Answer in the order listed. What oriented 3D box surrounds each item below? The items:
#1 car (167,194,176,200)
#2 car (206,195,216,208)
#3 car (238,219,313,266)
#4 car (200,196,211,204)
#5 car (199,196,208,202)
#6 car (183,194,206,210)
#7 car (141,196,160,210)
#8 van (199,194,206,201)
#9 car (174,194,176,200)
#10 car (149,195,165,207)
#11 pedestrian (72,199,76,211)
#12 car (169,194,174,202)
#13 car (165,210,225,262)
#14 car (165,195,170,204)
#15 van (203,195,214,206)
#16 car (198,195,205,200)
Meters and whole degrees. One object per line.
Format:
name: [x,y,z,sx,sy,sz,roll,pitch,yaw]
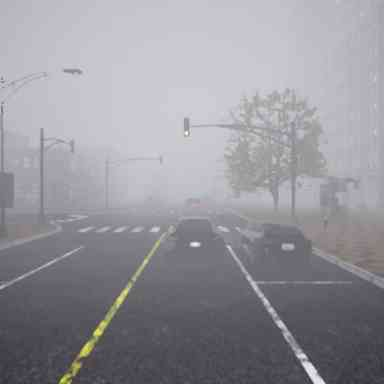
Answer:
car: [-5.683,1.399,93.826,2.192,1.841,5.009,0,0,0]
car: [2.695,1.568,49.590,1.752,1.417,4.829,0,0,0]
car: [2.695,1.576,11.391,1.947,1.339,4.313,0,0,0]
car: [2.695,1.609,66.073,2.008,1.369,4.403,0,0,0]
car: [2.696,1.634,77.175,1.947,1.339,4.313,0,0,0]
car: [0.100,1.382,34.961,2.097,1.767,4.553,0,0,0]
car: [-5.685,1.620,43.867,1.802,1.307,4.206,0,0,0]
van: [2.698,1.419,88.278,1.690,1.788,3.998,0,0,0]
car: [-5.684,1.630,88.275,2.008,1.369,4.403,0,0,0]
car: [-5.684,1.358,49.418,2.192,1.841,5.009,0,0,0]
pedestrian: [-12.748,1.348,35.870,0.375,1.300,0.375,0,-1,-1]
car: [-5.684,1.594,77.003,1.752,1.417,4.829,0,0,0]
car: [0.100,1.574,12.177,1.994,1.385,4.181,0,0,0]
car: [-5.685,1.604,60.520,2.008,1.369,4.403,0,0,0]
van: [2.697,1.389,54.972,1.690,1.788,3.998,0,0,0]
car: [2.697,1.609,93.998,1.752,1.417,4.829,0,0,0]
